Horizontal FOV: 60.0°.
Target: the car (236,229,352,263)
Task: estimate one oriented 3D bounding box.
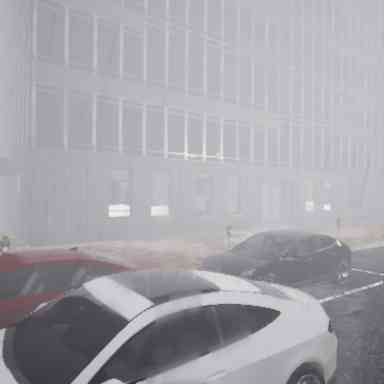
[{"bbox_3d":[2.172,1.628,8.098,4.313,1.339,1.947,1,0,-35],"label":"car"}]

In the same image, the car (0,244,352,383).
[{"bbox_3d":[-0.538,1.537,3.007,4.674,1.442,1.812,1,0,-35],"label":"car"}]

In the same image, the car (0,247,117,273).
[{"bbox_3d":[-2.465,1.551,4.798,4.507,1.381,1.887,1,0,-35],"label":"car"}]
